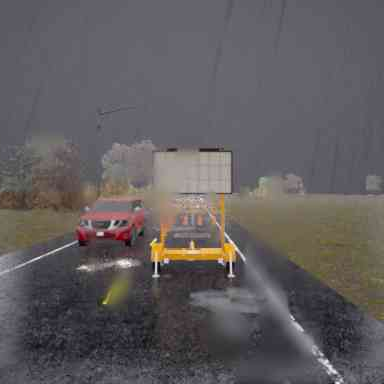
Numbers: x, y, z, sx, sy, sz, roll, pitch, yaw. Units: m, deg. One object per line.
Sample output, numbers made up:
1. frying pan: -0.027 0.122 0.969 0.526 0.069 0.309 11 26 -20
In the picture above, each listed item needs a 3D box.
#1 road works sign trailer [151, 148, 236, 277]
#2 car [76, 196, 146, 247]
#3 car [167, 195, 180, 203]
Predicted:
1. road works sign trailer: 0.026 0.468 10.228 2.380 3.560 2.880 0 0 -1
2. car: -3.473 1.228 15.358 2.150 2.045 5.566 0 0 0
3. car: -3.168 1.387 57.443 2.097 1.767 4.553 0 0 1
